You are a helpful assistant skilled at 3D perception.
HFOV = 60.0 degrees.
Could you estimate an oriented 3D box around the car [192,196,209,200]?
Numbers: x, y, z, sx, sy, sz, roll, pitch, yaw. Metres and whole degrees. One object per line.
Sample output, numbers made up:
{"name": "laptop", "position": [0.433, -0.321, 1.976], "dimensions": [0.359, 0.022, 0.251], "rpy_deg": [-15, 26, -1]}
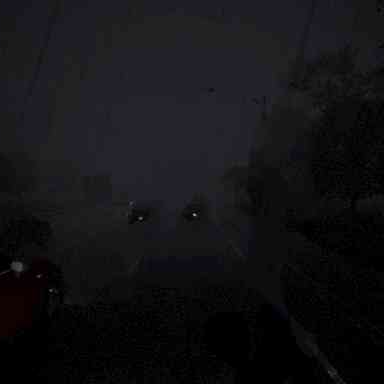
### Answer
{"name": "car", "position": [1.031, 1.316, 41.836], "dimensions": [2.097, 1.767, 4.553], "rpy_deg": [0, 0, 4]}

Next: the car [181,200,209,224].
{"name": "car", "position": [0.217, 1.541, 24.648], "dimensions": [1.994, 1.385, 4.181], "rpy_deg": [0, 0, 1]}

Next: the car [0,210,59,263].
{"name": "car", "position": [-7.097, 1.535, 12.527], "dimensions": [2.033, 1.411, 5.357], "rpy_deg": [0, 0, 0]}

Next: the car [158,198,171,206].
{"name": "car", "position": [-4.852, 1.549, 54.020], "dimensions": [1.895, 1.301, 4.718], "rpy_deg": [0, 0, 9]}

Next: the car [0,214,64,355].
{"name": "car", "position": [-3.402, 1.348, 4.277], "dimensions": [2.097, 1.767, 4.553], "rpy_deg": [0, 0, 0]}

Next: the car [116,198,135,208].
{"name": "car", "position": [-9.195, 1.498, 47.754], "dimensions": [2.033, 1.411, 5.357], "rpy_deg": [0, 0, 6]}

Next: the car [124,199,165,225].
{"name": "car", "position": [-3.300, 1.503, 23.954], "dimensions": [1.812, 1.442, 4.674], "rpy_deg": [0, 0, 1]}
